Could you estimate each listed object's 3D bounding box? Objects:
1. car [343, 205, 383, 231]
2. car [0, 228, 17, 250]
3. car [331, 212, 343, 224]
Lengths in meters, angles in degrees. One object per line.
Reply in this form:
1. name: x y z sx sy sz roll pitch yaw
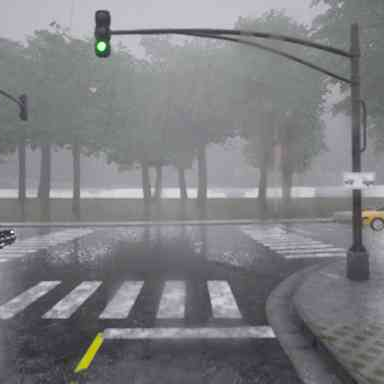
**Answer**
1. car: 11.799 1.364 19.193 5.008 1.535 1.882 -1 -1 -1
2. car: -9.232 1.654 12.387 4.718 1.301 1.895 0 -1 -1
3. car: 12.020 1.567 22.441 4.718 1.301 1.895 -1 -1 -1
